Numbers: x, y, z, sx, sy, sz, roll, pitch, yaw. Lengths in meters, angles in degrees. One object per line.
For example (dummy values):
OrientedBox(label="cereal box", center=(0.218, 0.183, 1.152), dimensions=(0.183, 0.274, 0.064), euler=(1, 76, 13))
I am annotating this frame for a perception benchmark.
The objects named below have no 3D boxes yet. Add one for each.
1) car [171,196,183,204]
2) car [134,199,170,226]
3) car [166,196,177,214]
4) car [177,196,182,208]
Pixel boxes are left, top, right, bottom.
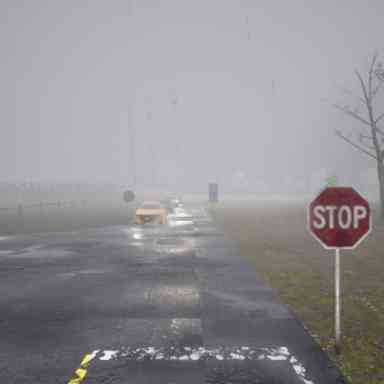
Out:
OrientedBox(label="car", center=(-2.909, 1.499, 65.147), dimensions=(2.128, 1.511, 4.902), euler=(0, 0, 0))
OrientedBox(label="car", center=(-2.908, 1.485, 23.979), dimensions=(1.882, 1.535, 5.008), euler=(0, 0, 0))
OrientedBox(label="car", center=(-2.932, 1.509, 35.837), dimensions=(1.837, 1.490, 4.892), euler=(0, 1, 0))
OrientedBox(label="car", center=(-2.950, 1.358, 48.575), dimensions=(2.097, 1.767, 4.553), euler=(0, 0, 0))
